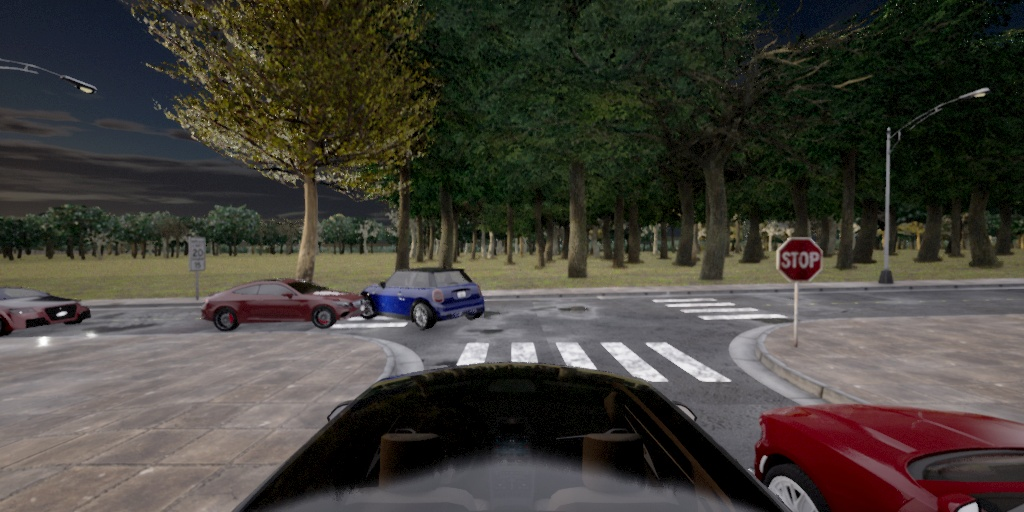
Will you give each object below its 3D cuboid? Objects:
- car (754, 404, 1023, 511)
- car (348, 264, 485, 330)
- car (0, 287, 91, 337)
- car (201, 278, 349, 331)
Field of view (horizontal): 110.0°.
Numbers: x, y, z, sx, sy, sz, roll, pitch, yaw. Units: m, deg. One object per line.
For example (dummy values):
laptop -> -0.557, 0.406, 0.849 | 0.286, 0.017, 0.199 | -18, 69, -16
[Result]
car -> 2.636, 1.296, 0.825 | 1.888, 1.381, 4.507 | 0, 0, 0
car -> -3.068, 1.144, 11.595 | 4.553, 1.767, 2.097 | -1, 1, 40
car -> -16.147, 1.686, 11.258 | 4.181, 1.385, 1.994 | -1, 1, 0
car -> -7.035, 1.426, 11.262 | 4.674, 1.442, 1.812 | -1, 1, 0
